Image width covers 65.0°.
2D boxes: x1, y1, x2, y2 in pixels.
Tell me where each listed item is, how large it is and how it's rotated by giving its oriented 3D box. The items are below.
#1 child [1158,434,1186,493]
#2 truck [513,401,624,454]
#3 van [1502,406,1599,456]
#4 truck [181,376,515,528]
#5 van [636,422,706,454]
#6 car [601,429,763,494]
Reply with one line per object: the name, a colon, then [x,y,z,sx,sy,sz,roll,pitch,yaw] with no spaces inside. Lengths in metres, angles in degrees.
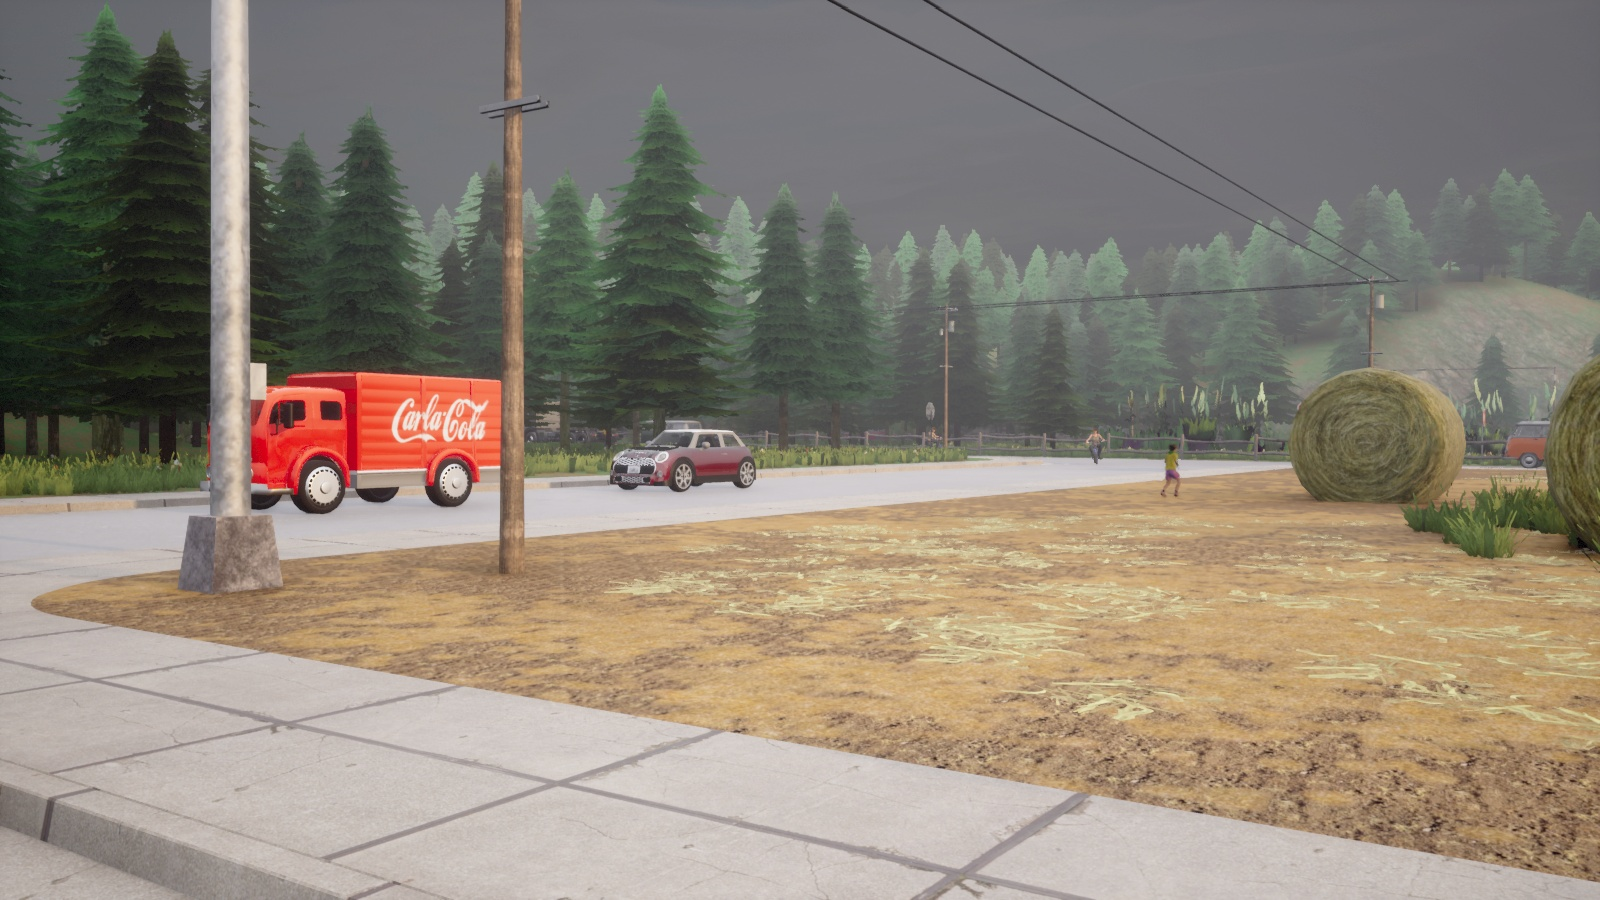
child: [7.392,0.264,24.948,0.473,1.160,0.299,-1,1,-38]
truck: [-16.094,-1.525,87.022,7.936,3.462,2.891,0,1,36]
van: [31.443,-0.776,51.509,4.442,1.987,1.775,0,1,37]
truck: [-8.143,-0.019,23.156,2.627,2.467,5.204,0,1,35]
van: [-8.398,-0.790,81.489,4.442,1.987,1.775,0,1,36]
car: [-2.830,0.238,30.845,1.970,1.475,3.806,0,1,35]
